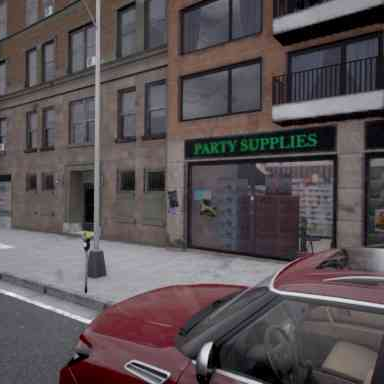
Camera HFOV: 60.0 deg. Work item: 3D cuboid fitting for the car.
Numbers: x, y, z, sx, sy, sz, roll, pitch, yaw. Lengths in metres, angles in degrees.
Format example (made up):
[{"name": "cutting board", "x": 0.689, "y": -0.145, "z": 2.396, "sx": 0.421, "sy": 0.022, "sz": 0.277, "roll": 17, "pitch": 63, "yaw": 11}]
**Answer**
[{"name": "car", "x": 1.282, "y": 1.315, "z": 2.152, "sx": 5.009, "sy": 1.841, "sz": 2.192, "roll": 0, "pitch": 1, "yaw": 35}]
